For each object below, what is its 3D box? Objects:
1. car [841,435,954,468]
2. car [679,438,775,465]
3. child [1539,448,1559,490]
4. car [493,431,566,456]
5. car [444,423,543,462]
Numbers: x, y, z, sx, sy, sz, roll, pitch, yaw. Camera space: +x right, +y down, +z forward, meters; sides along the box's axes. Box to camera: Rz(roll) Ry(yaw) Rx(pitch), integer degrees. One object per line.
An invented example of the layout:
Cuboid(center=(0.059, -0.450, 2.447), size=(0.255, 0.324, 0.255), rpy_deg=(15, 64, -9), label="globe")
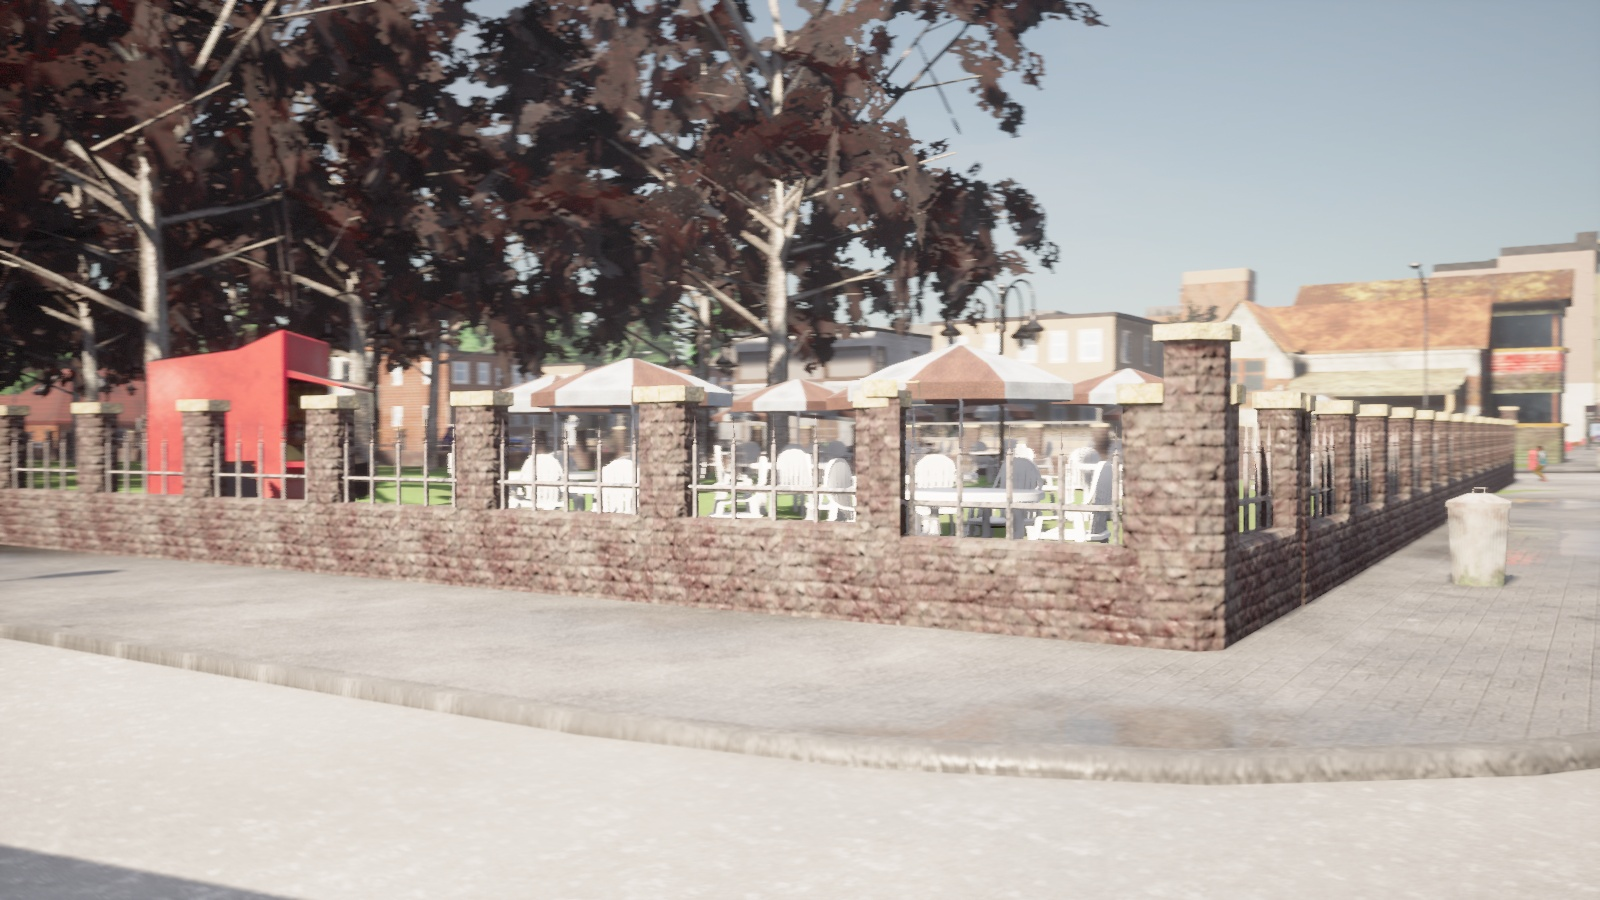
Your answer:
Cuboid(center=(4.569, 0.038, 59.234), size=(4.902, 1.511, 2.128), rpy_deg=(1, 1, 33), label="car")
Cuboid(center=(-3.770, 0.073, 64.679), size=(4.718, 1.301, 1.895), rpy_deg=(1, 1, 33), label="car")
Cuboid(center=(21.748, 0.546, 36.472), size=(0.448, 1.192, 0.343), rpy_deg=(1, 1, 40), label="child")
Cuboid(center=(-18.428, -0.438, 85.666), size=(2.033, 1.649, 4.856), rpy_deg=(1, 1, 33), label="car")
Cuboid(center=(-16.709, -0.416, 68.256), size=(5.566, 2.045, 2.150), rpy_deg=(1, 1, 36), label="car")
